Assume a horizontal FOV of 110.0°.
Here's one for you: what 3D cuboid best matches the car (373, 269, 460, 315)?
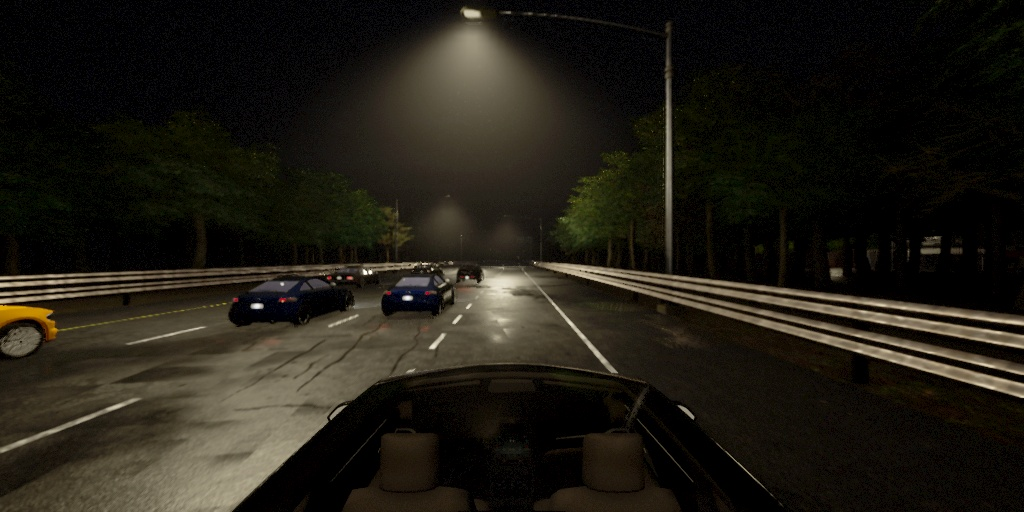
[{"bbox_3d":[-3.389,1.346,13.666,1.994,1.385,4.181,0,0,0],"label":"car"}]

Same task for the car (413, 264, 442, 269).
[{"bbox_3d":[-6.850,1.372,29.140,2.128,1.511,4.902,0,0,0],"label":"car"}]

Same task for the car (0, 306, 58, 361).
[{"bbox_3d":[-10.413,1.233,5.326,1.882,1.535,5.008,0,0,0],"label":"car"}]

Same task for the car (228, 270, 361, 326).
[{"bbox_3d":[-6.894,1.338,11.712,1.994,1.385,4.181,0,0,0],"label":"car"}]

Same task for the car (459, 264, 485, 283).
[{"bbox_3d":[-3.349,1.387,29.282,1.837,1.490,4.892,0,0,0],"label":"car"}]

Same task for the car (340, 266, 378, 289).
[{"bbox_3d":[-10.368,1.388,24.049,2.033,1.411,5.357,0,0,0],"label":"car"}]
